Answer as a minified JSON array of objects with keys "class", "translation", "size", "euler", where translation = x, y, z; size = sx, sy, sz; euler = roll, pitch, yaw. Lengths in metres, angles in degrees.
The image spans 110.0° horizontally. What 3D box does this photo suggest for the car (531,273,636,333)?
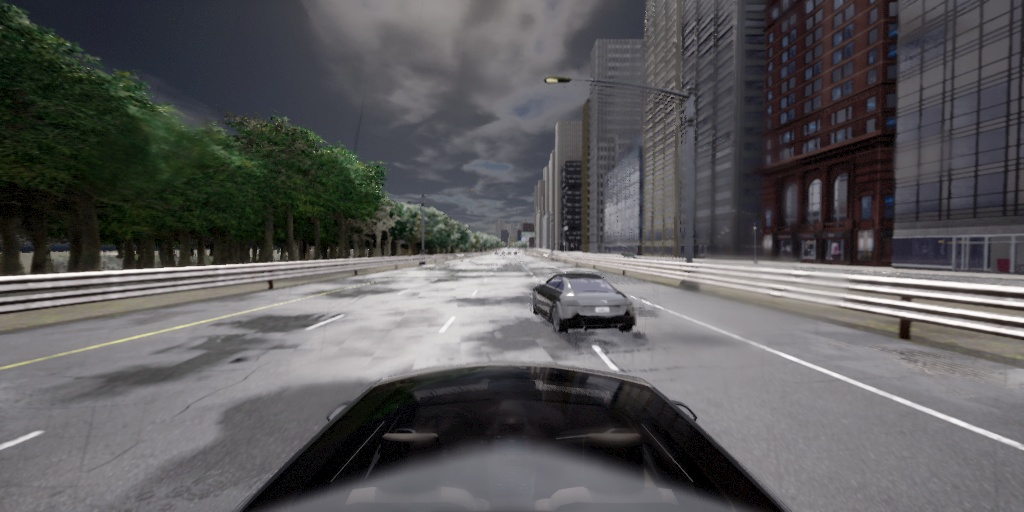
[{"class":"car","translation":[1.806,1.176,10.254],"size":[1.994,1.385,4.181],"euler":[0,1,-8]}]
